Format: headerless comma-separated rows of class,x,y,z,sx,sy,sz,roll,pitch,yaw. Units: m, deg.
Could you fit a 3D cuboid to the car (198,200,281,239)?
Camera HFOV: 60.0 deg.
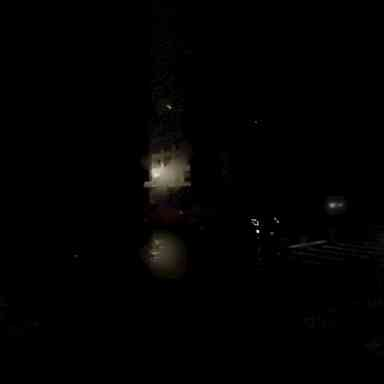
car,2.704,1.519,18.497,2.097,1.767,4.553,0,0,-35

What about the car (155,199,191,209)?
car,-2.475,1.631,25.766,2.097,1.767,4.553,0,0,-36

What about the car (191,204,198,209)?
car,0.401,1.806,31.805,1.752,1.417,4.829,-1,0,-36

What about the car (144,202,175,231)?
car,-3.231,1.706,22.229,1.967,1.590,4.097,-1,0,-36

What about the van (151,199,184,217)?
van,-2.706,1.690,36.143,1.690,1.788,3.998,-1,0,-36

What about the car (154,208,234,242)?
car,-0.025,1.779,17.752,1.802,1.307,4.206,-1,0,-36
